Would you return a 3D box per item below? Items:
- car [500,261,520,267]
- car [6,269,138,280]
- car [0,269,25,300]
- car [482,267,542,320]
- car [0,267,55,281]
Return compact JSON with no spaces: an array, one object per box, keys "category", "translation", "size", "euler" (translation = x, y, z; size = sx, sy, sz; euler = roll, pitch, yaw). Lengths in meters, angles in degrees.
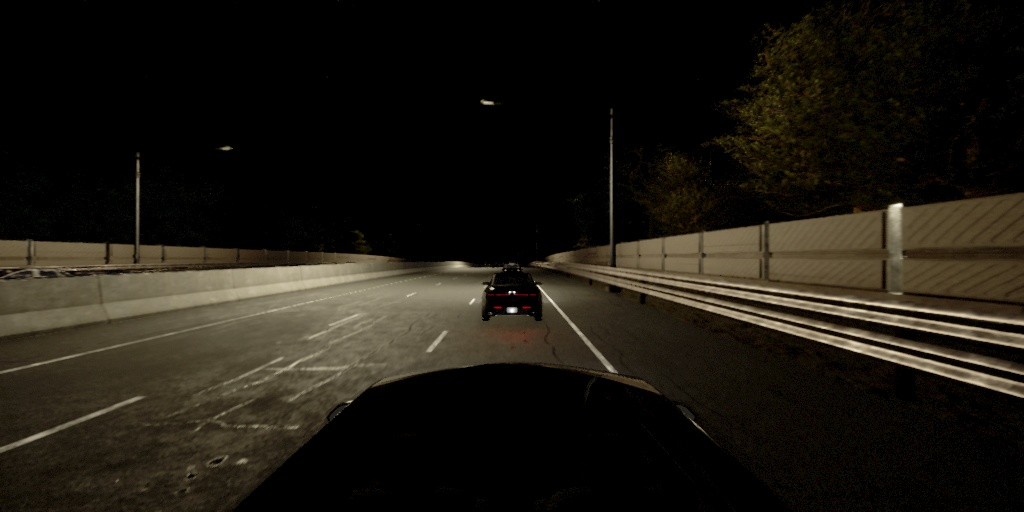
[{"category":"car","translation":[0.010,1.442,36.367],"size":[1.895,1.301,4.718],"euler":[0,0,0]},{"category":"car","translation":[-17.595,1.317,15.329],"size":[1.994,1.385,4.181],"euler":[0,0,0]},{"category":"car","translation":[-24.595,1.316,15.287],"size":[1.994,1.385,4.181],"euler":[0,0,0]},{"category":"car","translation":[0.003,1.300,12.559],"size":[1.837,1.490,4.892],"euler":[0,0,0]},{"category":"car","translation":[-21.094,1.244,15.126],"size":[2.128,1.511,4.902],"euler":[0,0,0]}]
